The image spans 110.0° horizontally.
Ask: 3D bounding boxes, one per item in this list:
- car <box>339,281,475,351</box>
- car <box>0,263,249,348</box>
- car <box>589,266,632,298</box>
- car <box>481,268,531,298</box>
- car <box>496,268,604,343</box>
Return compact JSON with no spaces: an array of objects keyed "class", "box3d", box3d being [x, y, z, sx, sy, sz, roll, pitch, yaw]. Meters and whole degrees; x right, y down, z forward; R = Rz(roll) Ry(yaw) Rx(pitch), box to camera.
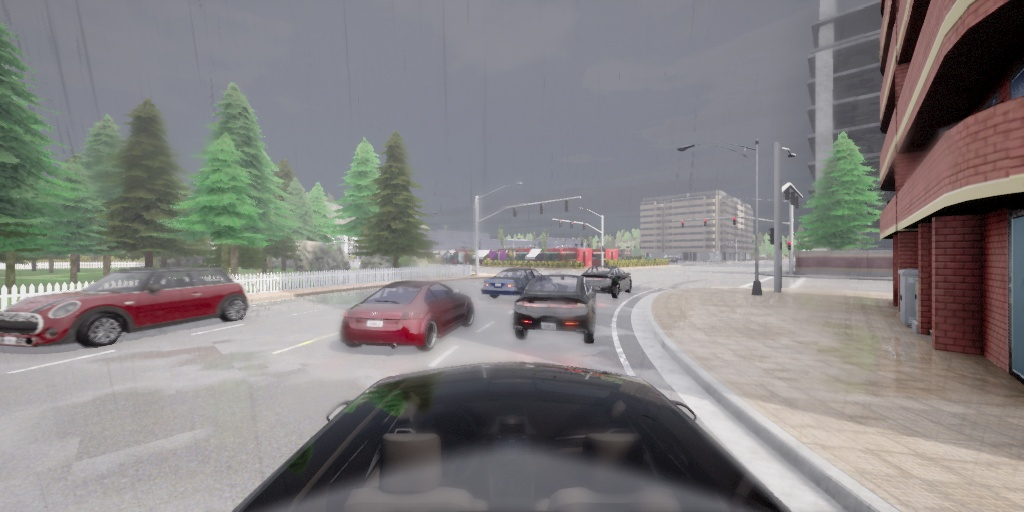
[{"class":"car","box3d":[-2.365,1.314,9.105,1.994,1.385,4.181,0,0,10]},{"class":"car","box3d":[-9.623,1.102,9.391,2.097,1.767,4.553,0,0,12]},{"class":"car","box3d":[4.836,1.236,18.338,2.128,1.511,4.902,1,1,29]},{"class":"car","box3d":[0.463,1.297,17.823,2.033,1.411,5.357,0,0,25]},{"class":"car","box3d":[1.344,1.242,9.777,2.128,1.511,4.902,0,0,14]}]
